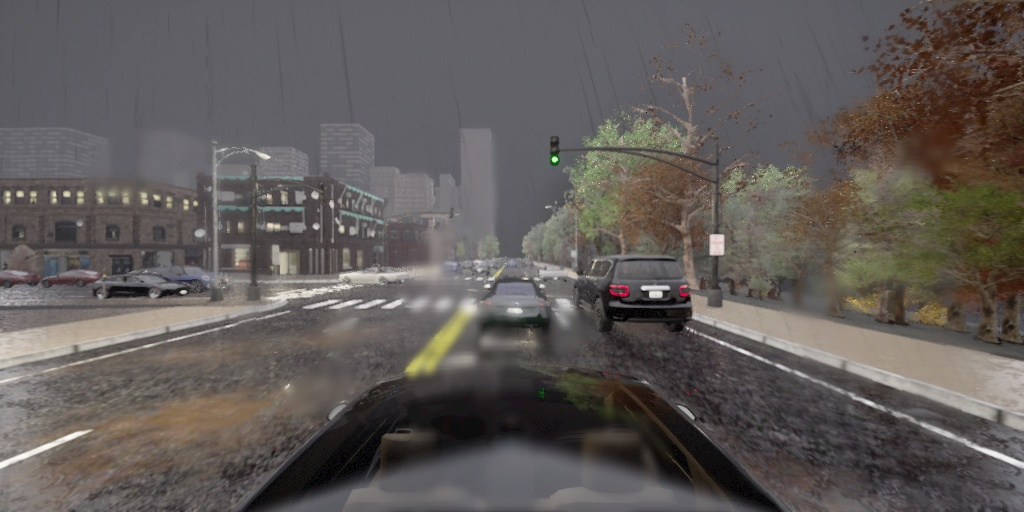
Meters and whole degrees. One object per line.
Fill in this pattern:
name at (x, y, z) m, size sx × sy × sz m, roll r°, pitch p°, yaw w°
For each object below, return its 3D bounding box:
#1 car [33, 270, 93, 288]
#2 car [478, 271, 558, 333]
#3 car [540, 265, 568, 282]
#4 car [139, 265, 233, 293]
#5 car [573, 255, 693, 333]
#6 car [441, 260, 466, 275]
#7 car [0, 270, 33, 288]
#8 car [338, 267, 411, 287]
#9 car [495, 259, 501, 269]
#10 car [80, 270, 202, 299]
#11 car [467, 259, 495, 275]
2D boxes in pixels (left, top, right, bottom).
car at (-33.853, 1.720, 27.935) m, size 4.207 × 1.307 × 1.802 m, roll 0°, pitch 0°, yaw 0°
car at (0.087, 1.336, 10.900) m, size 1.994 × 1.385 × 4.181 m, roll 0°, pitch 0°, yaw 0°
car at (3.310, 1.416, 29.529) m, size 1.895 × 1.301 × 4.718 m, roll 0°, pitch 0°, yaw 0°
car at (-20.038, 1.376, 22.142) m, size 4.553 × 1.767 × 2.097 m, roll -1°, pitch 0°, yaw 0°
car at (3.339, 0.994, 11.005) m, size 2.150 × 2.045 × 5.566 m, roll 0°, pitch 0°, yaw 0°
car at (-6.649, 1.364, 39.972) m, size 1.812 × 1.442 × 4.674 m, roll 0°, pitch 0°, yaw 0°
car at (-39.388, 1.782, 27.934) m, size 4.207 × 1.307 × 1.802 m, roll 0°, pitch 0°, yaw 0°
car at (-9.560, 1.429, 24.886) m, size 4.718 × 1.301 × 1.895 m, roll -1°, pitch 0°, yaw 16°
car at (-3.381, 1.371, 58.858) m, size 2.128 × 1.511 × 4.902 m, roll 0°, pitch 0°, yaw 0°
car at (-19.972, 1.609, 19.436) m, size 4.313 × 1.339 × 1.948 m, roll 0°, pitch 0°, yaw 0°
car at (-3.397, 1.329, 40.053) m, size 2.128 × 1.511 × 4.902 m, roll 0°, pitch 0°, yaw 0°
